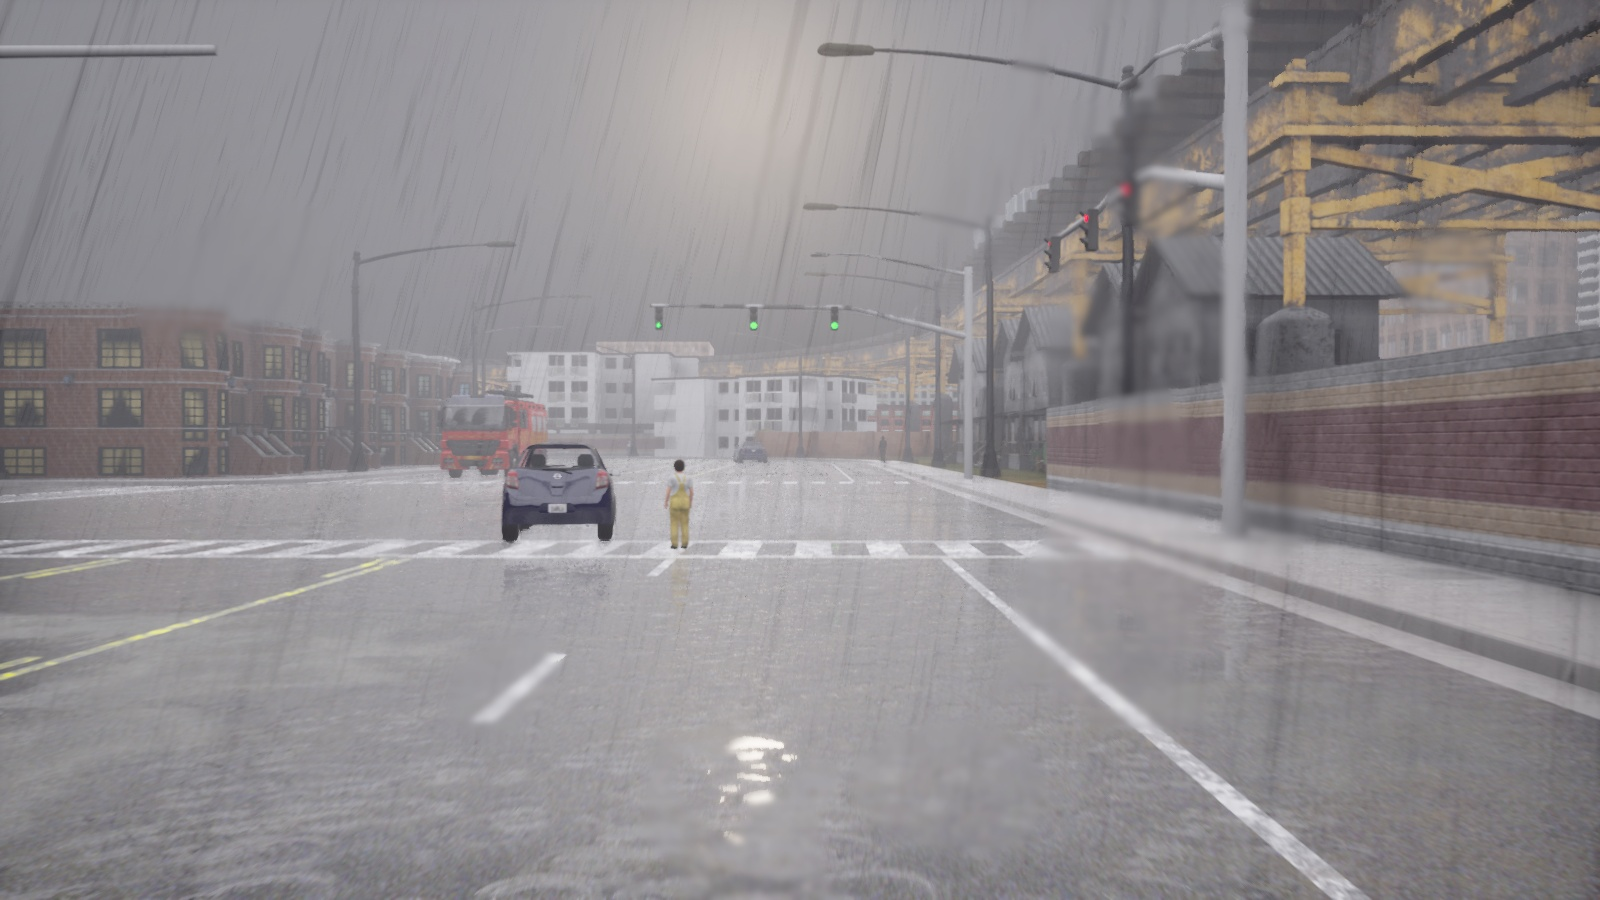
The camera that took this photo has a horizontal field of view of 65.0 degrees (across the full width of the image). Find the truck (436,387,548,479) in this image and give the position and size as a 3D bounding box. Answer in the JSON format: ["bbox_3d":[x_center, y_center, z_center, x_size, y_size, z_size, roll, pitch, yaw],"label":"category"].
[{"bbox_3d":[-13.653,-0.747,56.423,2.891,3.827,8.468,0,0,0],"label":"truck"}]

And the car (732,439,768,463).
[{"bbox_3d":[-3.789,0.069,94.519,2.097,1.767,4.553,0,0,-10],"label":"car"}]

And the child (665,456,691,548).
[{"bbox_3d":[-1.697,0.712,17.459,0.270,1.263,0.437,0,0,-18],"label":"child"}]

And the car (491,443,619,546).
[{"bbox_3d":[-3.850,0.643,20.269,1.845,1.501,3.633,0,0,-8],"label":"car"}]
